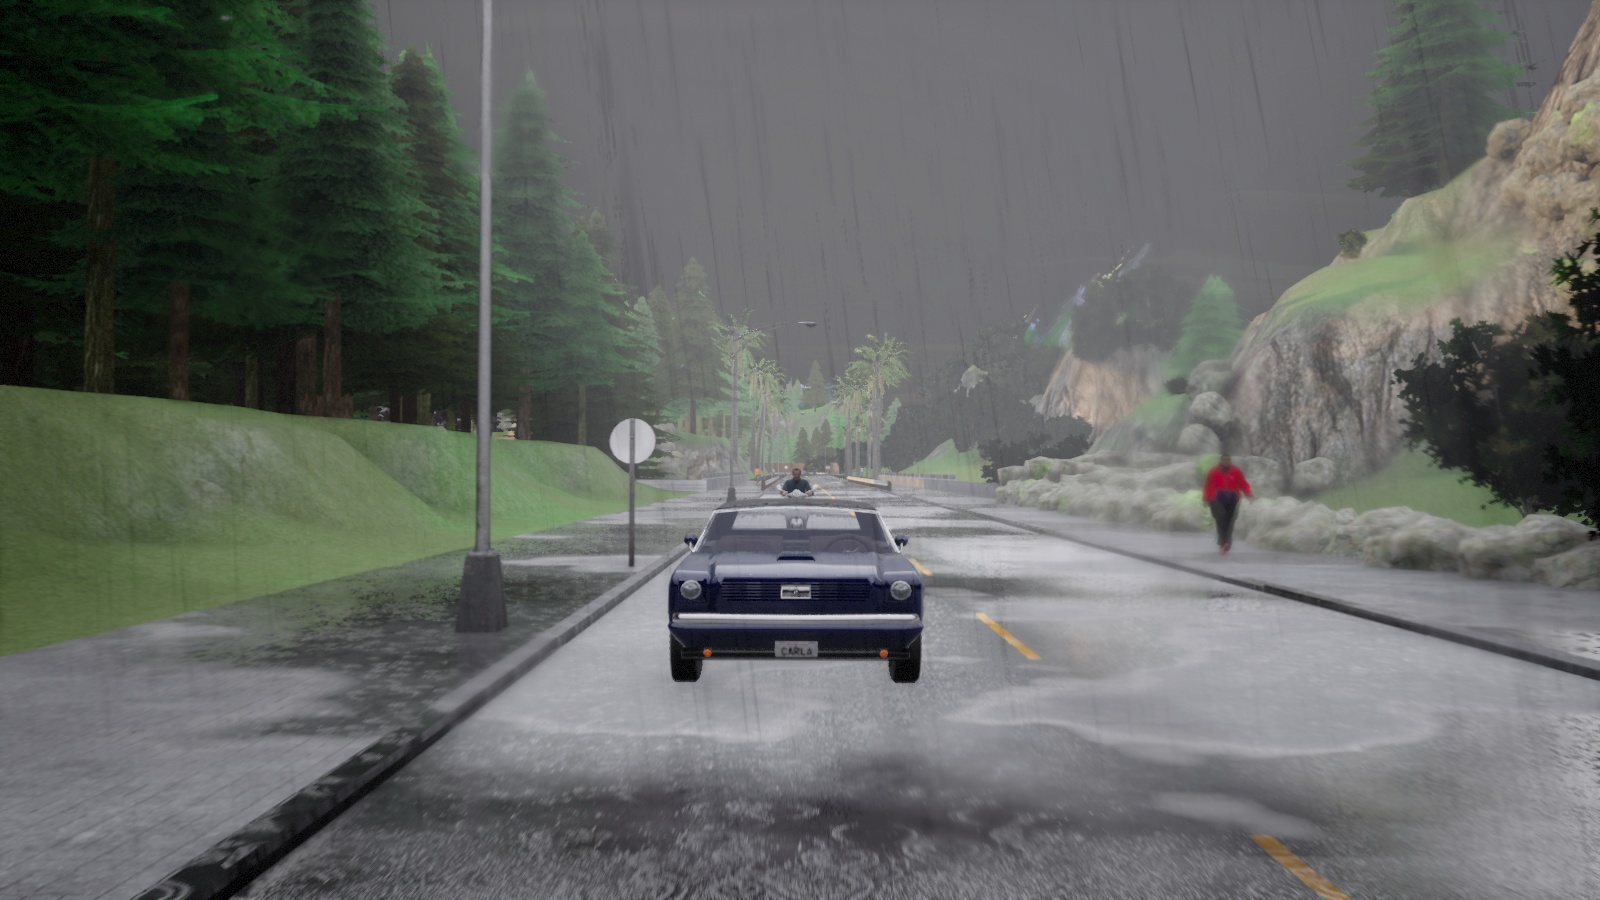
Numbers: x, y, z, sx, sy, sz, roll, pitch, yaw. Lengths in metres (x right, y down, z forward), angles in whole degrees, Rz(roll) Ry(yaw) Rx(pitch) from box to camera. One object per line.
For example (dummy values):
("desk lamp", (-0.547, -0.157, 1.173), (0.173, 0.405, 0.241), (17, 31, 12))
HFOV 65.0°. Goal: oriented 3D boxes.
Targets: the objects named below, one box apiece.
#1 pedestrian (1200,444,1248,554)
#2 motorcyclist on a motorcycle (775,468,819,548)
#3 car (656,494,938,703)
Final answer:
("pedestrian", (7.299, 0.829, 21.631), (0.634, 1.844, 0.899), (0, -1, 9))
("motorcyclist on a motorcycle", (-0.061, 1.172, 26.159), (0.866, 1.590, 1.817), (0, -1, 0))
("car", (-0.025, 1.081, 10.808), (1.895, 1.301, 4.718), (0, -1, 0))
